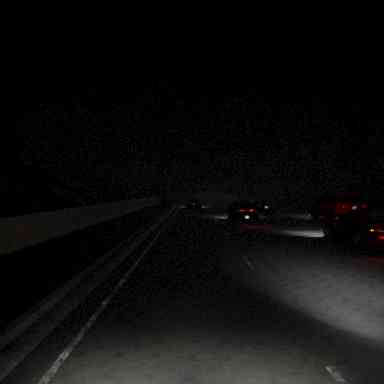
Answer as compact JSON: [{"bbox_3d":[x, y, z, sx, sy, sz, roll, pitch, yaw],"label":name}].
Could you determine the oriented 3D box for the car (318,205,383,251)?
[{"bbox_3d":[7.143,1.477,13.800,1.812,1.442,4.674,0,0,0],"label":"car"}]

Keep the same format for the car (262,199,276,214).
[{"bbox_3d":[7.200,1.439,34.185,1.994,1.385,4.181,0,0,0],"label":"car"}]

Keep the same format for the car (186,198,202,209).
[{"bbox_3d":[0.235,1.407,41.559,1.994,1.385,4.181,0,0,0],"label":"car"}]

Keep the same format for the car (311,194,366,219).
[{"bbox_3d":[10.659,1.135,24.486,2.150,2.045,5.566,0,0,0],"label":"car"}]

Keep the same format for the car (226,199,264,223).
[{"bbox_3d":[3.672,1.414,24.546,1.837,1.490,4.892,0,0,0],"label":"car"}]
